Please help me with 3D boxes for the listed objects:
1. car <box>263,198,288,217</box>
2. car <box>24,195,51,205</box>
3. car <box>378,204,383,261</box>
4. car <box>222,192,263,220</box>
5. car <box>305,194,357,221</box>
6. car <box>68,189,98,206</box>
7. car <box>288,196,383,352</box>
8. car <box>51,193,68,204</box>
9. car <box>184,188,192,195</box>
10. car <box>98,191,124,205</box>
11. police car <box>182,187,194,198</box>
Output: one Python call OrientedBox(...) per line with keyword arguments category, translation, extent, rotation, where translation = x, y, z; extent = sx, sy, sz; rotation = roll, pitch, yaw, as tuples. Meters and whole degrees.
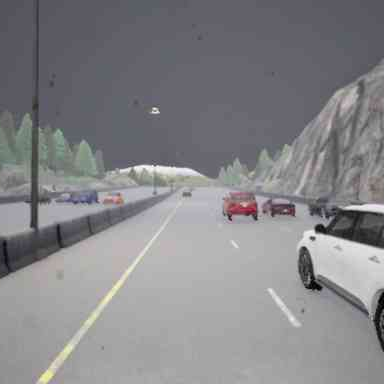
OrientedBox(category="car", translation=(7.111, 1.216, 27.718), extent=(1.882, 1.535, 5.008), rotation=(0, 1, 0))
OrientedBox(category="car", translation=(-21.055, 1.025, 45.622), extent=(1.895, 1.301, 4.718), rotation=(0, 1, 0))
OrientedBox(category="car", translation=(7.104, 1.300, 8.563), extent=(2.097, 1.767, 4.553), rotation=(0, 0, 0))
OrientedBox(category="car", translation=(3.610, 0.993, 25.436), extent=(2.150, 2.045, 5.566), rotation=(0, 1, 0))
OrientedBox(category="car", translation=(10.610, 1.117, 25.810), extent=(2.097, 1.767, 4.553), rotation=(0, 1, 0))
OrientedBox(category="car", translation=(-14.067, 0.670, 44.404), extent=(2.150, 2.045, 5.566), rotation=(0, 1, 0))
OrientedBox(category="car", translation=(3.603, 1.189, 5.730), extent=(2.150, 2.045, 5.566), rotation=(0, 0, 0))
OrientedBox(category="car", translation=(-17.549, 0.925, 46.801), extent=(1.812, 1.442, 4.674), rotation=(0, 1, 0))
OrientedBox(category="car", translation=(-1.017, -0.148, 84.818), extent=(1.812, 1.442, 4.674), rotation=(0, 2, 0))
OrientedBox(category="car", translation=(-10.567, 0.798, 44.525), extent=(2.097, 1.767, 4.553), rotation=(0, 1, 0))
OrientedBox(category="police car", translation=(-1.023, 0.260, 68.916), extent=(1.930, 1.638, 5.238), rotation=(0, 2, 0))
